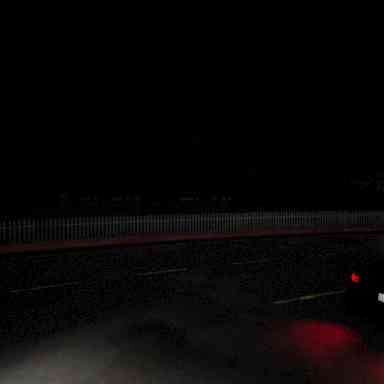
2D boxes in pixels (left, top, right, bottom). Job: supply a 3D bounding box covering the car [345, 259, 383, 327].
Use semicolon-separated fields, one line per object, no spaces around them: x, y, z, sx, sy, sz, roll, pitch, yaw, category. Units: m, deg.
4.746;1.564;5.745;4.181;1.385;1.994;0;0;-24;car
